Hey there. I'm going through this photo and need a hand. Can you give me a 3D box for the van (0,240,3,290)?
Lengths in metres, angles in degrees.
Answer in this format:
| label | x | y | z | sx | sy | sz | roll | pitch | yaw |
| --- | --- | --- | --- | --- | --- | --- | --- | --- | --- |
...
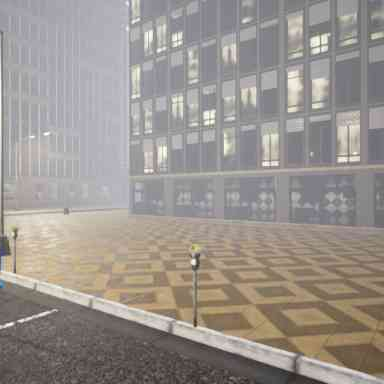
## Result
| label | x | y | z | sx | sy | sz | roll | pitch | yaw |
| --- | --- | --- | --- | --- | --- | --- | --- | --- | --- |
| van | -5.636 | 1.337 | 7.009 | 3.998 | 1.788 | 1.690 | 0 | 0 | 36 |
